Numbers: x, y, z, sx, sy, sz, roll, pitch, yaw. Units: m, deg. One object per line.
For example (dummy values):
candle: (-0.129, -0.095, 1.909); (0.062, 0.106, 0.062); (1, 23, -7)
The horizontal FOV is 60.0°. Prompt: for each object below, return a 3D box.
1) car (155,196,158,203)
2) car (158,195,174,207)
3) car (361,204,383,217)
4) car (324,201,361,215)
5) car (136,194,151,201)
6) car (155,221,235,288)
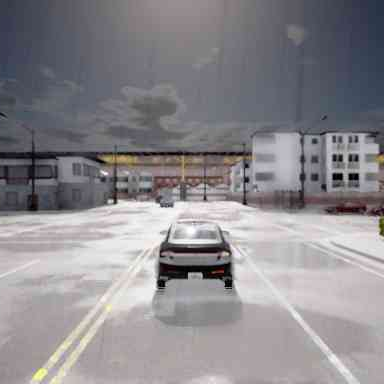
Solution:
car: (-5.691, 1.437, 62.530); (1.837, 1.490, 4.892); (0, 1, -17)
car: (-3.928, 1.454, 52.214); (2.097, 1.767, 4.553); (0, 1, -5)
car: (20.244, 1.770, 33.777); (4.674, 1.442, 1.812); (0, 0, 2)
car: (17.263, 1.795, 37.344); (4.674, 1.442, 1.812); (0, 0, 1)
car: (-10.852, 1.265, 73.731); (1.812, 1.442, 4.674); (0, 0, -33)
car: (0.077, 1.561, 9.422); (2.128, 1.511, 4.902); (0, 0, 0)
